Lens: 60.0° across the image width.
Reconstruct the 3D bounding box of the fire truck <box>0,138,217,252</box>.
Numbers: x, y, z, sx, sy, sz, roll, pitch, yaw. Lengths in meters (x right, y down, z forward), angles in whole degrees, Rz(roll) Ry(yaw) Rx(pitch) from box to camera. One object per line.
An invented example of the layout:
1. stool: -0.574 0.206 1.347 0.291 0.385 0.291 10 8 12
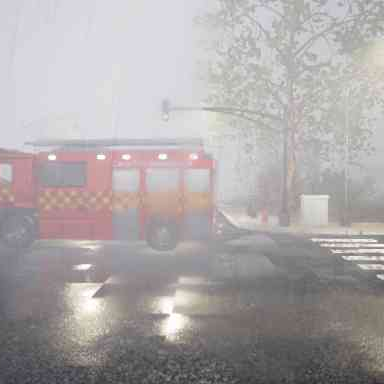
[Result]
1. fire truck: -3.295 0.061 12.464 8.468 3.827 2.891 0 1 4
